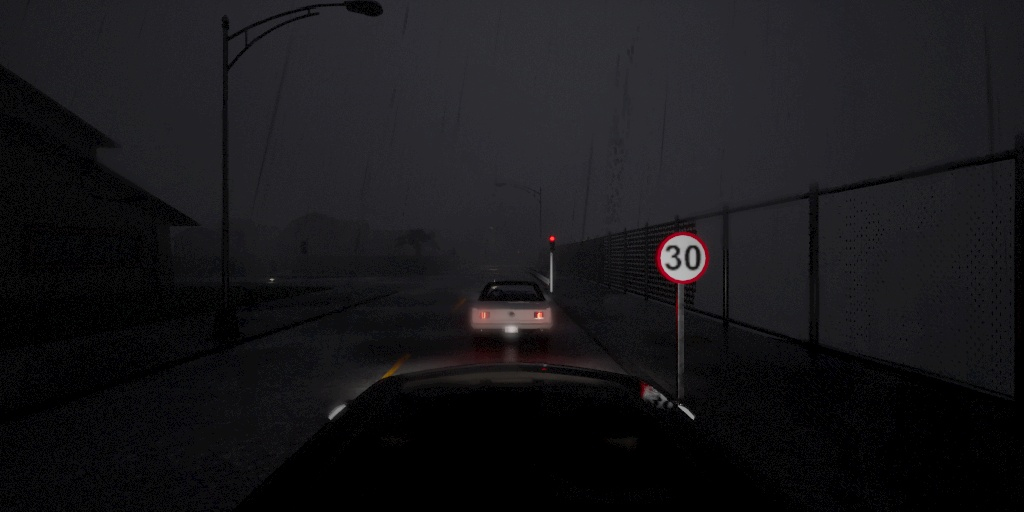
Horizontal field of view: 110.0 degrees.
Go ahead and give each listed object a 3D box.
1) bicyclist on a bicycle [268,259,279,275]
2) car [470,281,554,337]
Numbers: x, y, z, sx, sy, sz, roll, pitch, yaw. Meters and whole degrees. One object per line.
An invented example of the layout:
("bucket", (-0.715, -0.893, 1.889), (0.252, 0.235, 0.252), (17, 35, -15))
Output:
("bicyclist on a bicycle", (-24.318, 1.099, 36.521), (0.582, 1.620, 1.656), (0, 0, 0))
("car", (-0.001, 1.351, 10.210), (1.895, 1.301, 4.718), (0, 0, 0))
